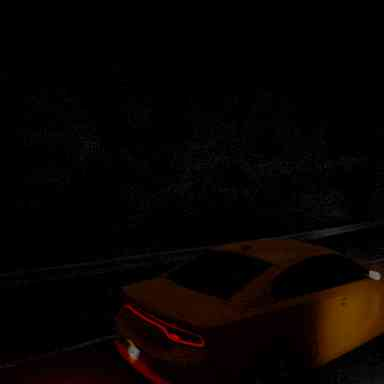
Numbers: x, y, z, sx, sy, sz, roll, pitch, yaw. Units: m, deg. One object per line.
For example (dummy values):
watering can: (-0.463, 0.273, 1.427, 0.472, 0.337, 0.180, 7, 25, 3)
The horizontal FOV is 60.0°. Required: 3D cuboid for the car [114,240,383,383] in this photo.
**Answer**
car: (1.392, 1.455, 4.867, 5.008, 1.535, 1.882, 0, 0, -37)
